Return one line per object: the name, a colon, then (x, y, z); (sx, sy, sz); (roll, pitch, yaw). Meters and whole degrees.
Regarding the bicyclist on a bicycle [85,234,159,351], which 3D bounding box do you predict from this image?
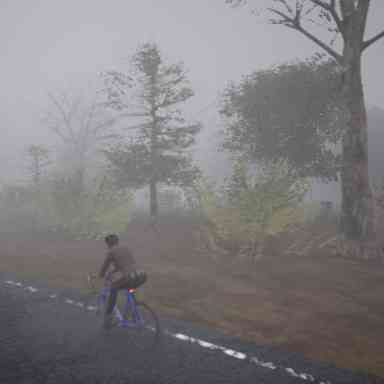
bicyclist on a bicycle: (-1.121, 1.475, 5.069); (1.656, 1.620, 0.582); (0, -1, 36)
